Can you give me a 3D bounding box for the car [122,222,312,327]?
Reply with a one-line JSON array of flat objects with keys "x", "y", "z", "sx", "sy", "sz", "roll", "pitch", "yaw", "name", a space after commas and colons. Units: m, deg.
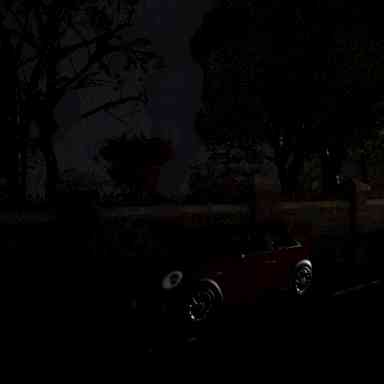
[{"x": 0.623, "y": 1.440, "z": 6.974, "sx": 4.097, "sy": 1.590, "sz": 1.967, "roll": 0, "pitch": 0, "yaw": -35, "name": "car"}]
